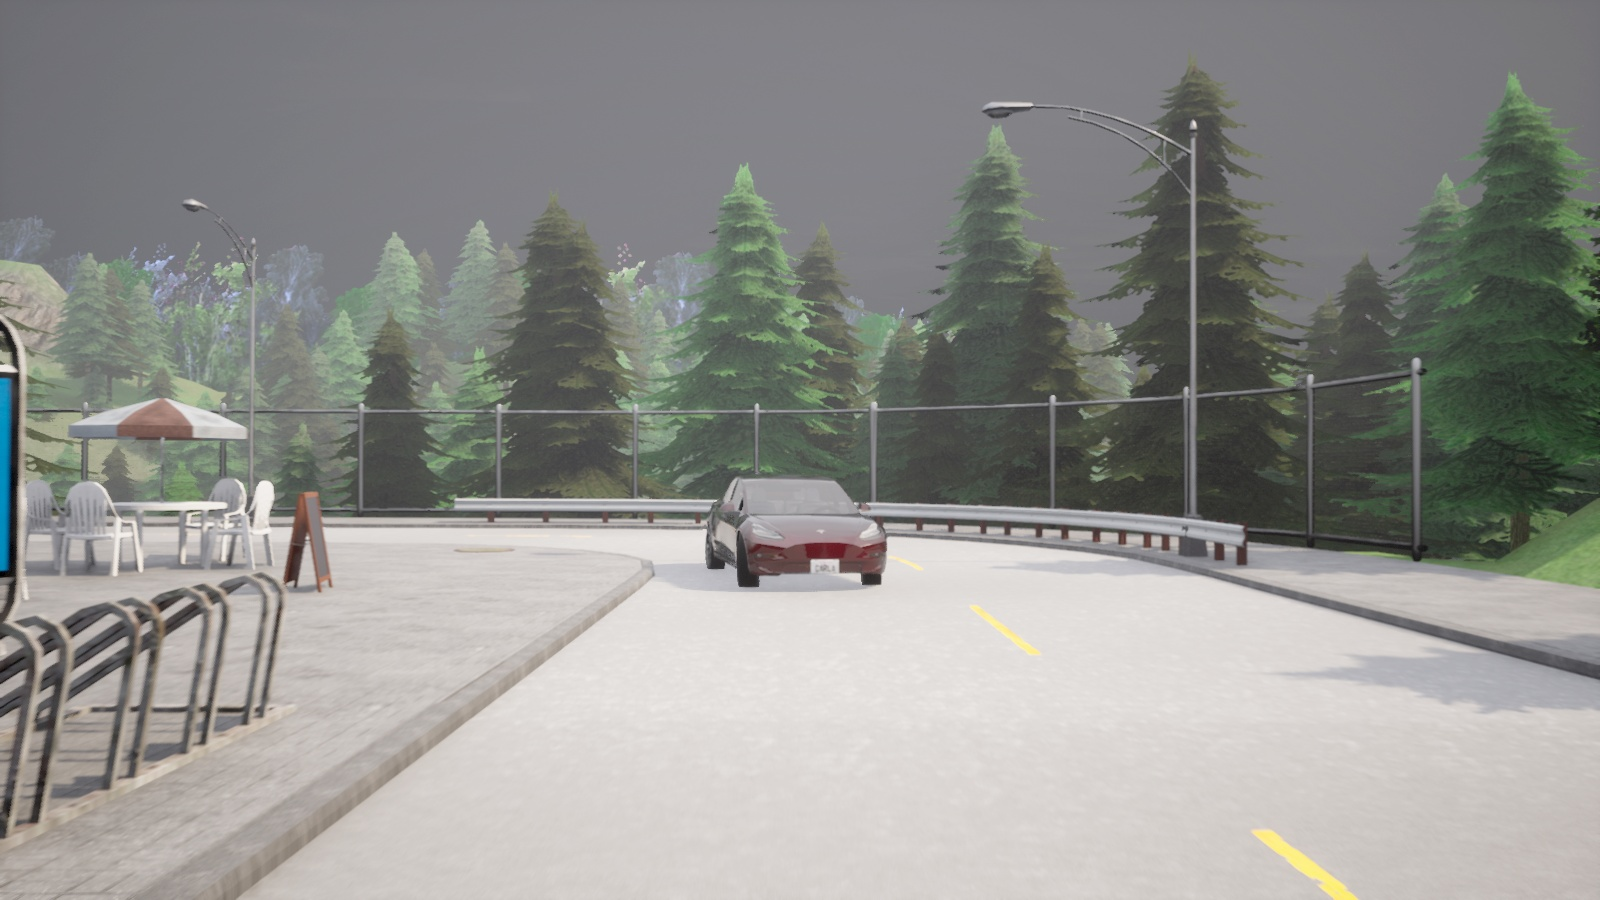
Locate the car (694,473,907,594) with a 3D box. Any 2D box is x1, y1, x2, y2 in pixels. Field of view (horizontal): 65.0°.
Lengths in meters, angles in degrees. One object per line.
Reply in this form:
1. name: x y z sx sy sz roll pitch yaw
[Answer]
1. car: -0.170 1.083 18.235 2.163 1.488 4.792 0 -1 -12
